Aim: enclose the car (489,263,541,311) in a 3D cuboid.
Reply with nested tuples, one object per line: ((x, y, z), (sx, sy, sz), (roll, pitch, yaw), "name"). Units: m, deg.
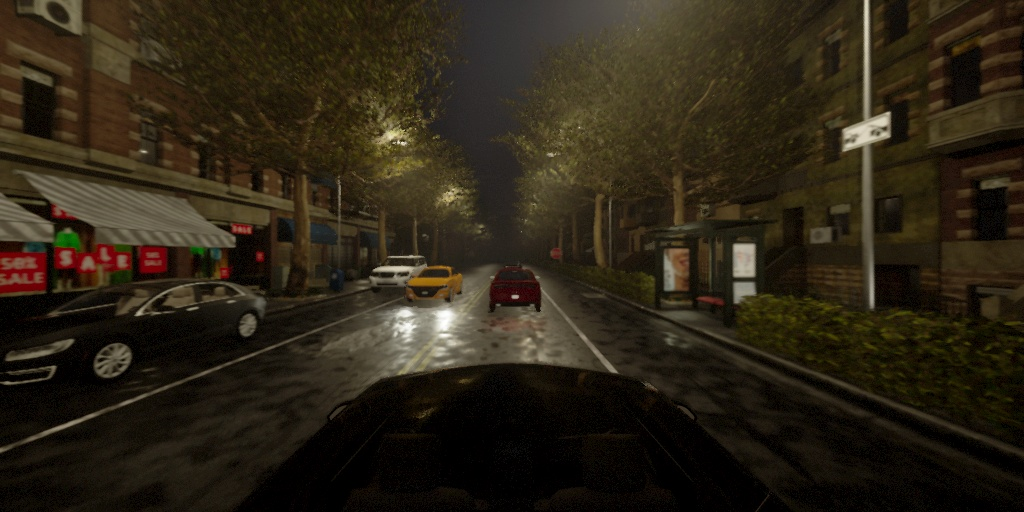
((0.114, 1.228, 14.604), (1.882, 1.535, 5.008), (0, 0, 0), "car")

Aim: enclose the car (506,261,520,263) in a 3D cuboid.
((0.128, 1.243, 35.807), (2.128, 1.511, 4.902), (0, 0, 0), "car")

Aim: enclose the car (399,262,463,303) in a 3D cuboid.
((-3.499, 1.228, 16.969), (1.882, 1.535, 5.008), (0, 0, 0), "car")
